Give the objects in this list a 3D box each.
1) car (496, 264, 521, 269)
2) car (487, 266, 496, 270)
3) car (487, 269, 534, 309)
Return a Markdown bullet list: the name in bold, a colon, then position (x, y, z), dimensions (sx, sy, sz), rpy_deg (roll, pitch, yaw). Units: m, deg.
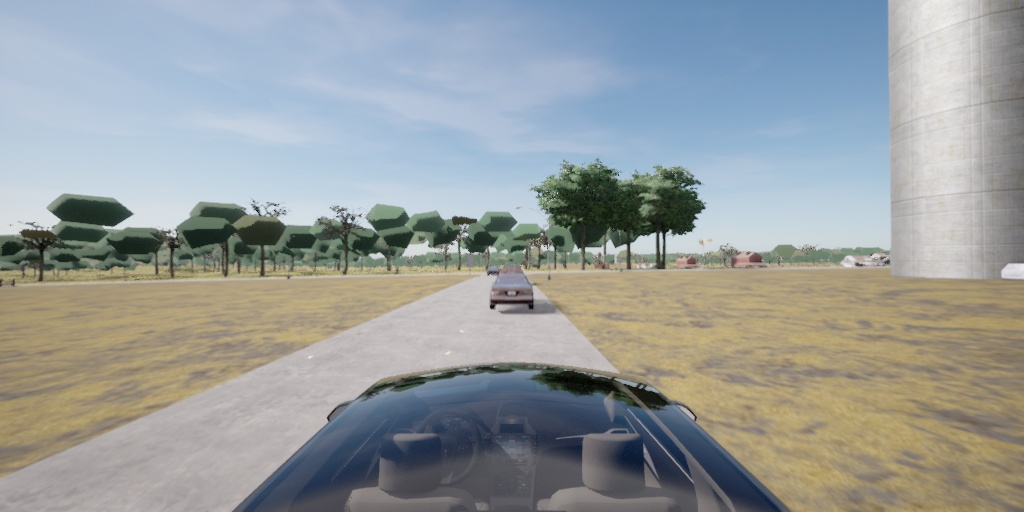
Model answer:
- **car**: position (-0.018, 1.517, 30.925), dimensions (2.097, 1.767, 4.553), rpy_deg (0, -1, 0)
- **car**: position (-2.789, 2.237, 54.594), dimensions (2.033, 1.411, 5.357), rpy_deg (0, -1, 0)
- **car**: position (-0.008, 1.463, 15.832), dimensions (2.033, 1.411, 5.357), rpy_deg (0, -1, 0)
